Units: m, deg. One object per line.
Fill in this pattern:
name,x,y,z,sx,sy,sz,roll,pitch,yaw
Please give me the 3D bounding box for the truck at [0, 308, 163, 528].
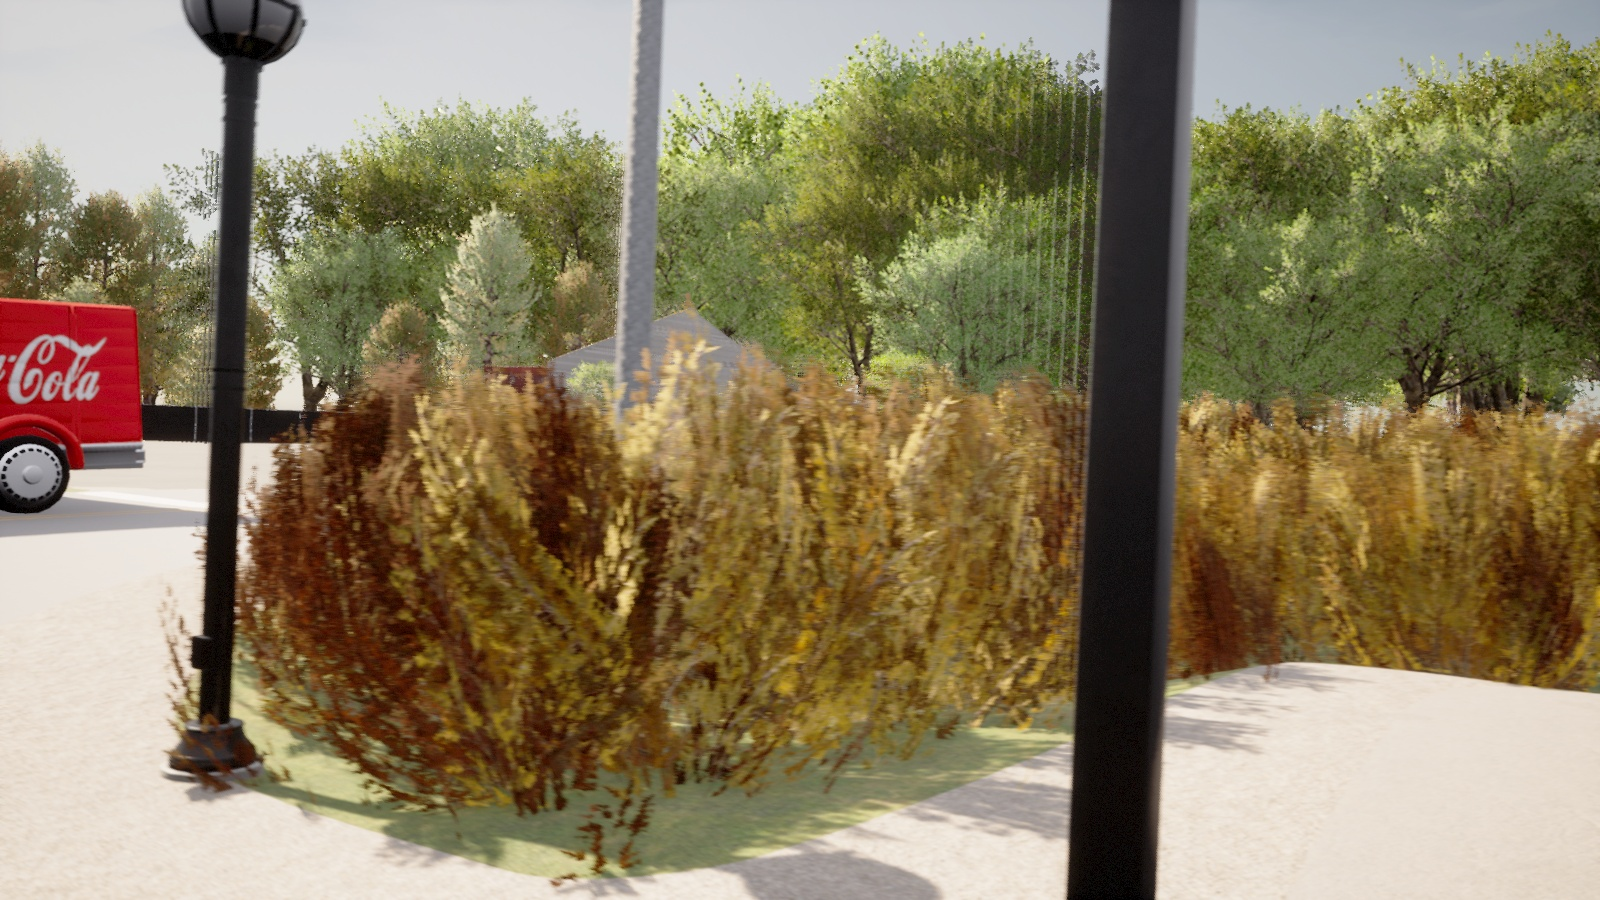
truck,-10.492,-0.353,14.164,2.627,2.467,5.204,2,4,34
